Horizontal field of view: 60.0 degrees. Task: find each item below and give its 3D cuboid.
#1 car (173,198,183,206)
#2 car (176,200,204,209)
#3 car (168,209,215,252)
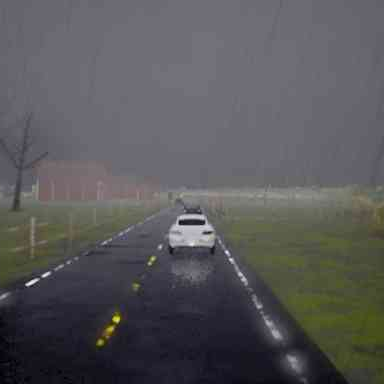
[{"bbox_3d":[-2.763,2.071,69.816,2.097,1.767,4.553,0,-1,0],"label":"car"},{"bbox_3d":[-0.002,1.782,29.311,2.128,1.511,4.902,0,0,0],"label":"car"},{"bbox_3d":[0.001,1.667,14.384,1.812,1.442,4.674,0,0,0],"label":"car"}]
